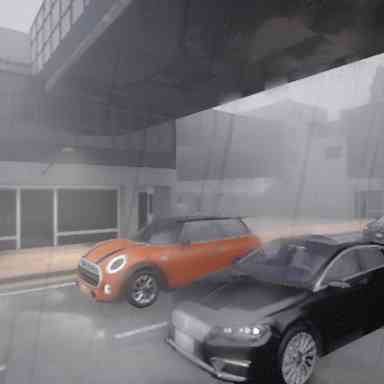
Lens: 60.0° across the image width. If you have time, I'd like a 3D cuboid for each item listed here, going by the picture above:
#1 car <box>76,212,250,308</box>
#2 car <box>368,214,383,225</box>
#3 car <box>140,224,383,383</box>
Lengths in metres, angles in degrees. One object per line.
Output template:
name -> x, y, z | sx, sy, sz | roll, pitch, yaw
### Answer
car -> -0.360, 1.364, 8.048 | 4.553, 1.767, 2.097 | 0, 0, -36
car -> 9.708, 1.529, 15.262 | 4.674, 1.442, 1.812 | 0, 0, -36
car -> 1.900, 1.497, 5.361 | 4.902, 1.511, 2.128 | 0, 0, -36
